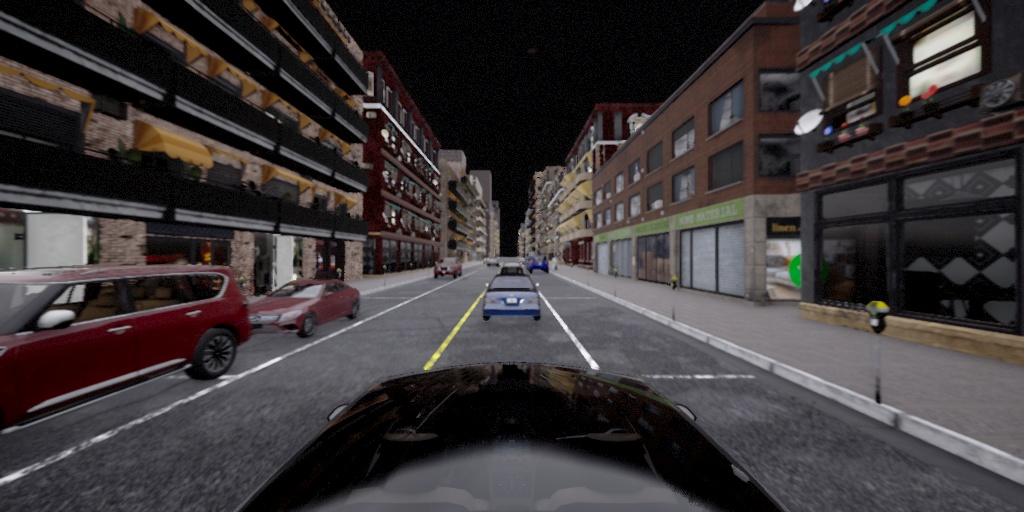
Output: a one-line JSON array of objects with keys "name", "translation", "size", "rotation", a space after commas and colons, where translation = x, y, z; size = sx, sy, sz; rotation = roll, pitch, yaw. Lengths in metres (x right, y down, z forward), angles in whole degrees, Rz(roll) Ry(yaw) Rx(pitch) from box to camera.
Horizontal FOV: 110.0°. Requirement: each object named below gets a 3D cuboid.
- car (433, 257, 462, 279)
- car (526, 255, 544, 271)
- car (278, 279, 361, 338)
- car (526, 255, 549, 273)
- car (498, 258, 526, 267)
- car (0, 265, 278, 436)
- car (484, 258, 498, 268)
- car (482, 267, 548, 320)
[{"name": "car", "translation": [-5.733, 1.025, 32.649], "size": [2.192, 1.841, 5.009], "rotation": [0, 0, 0]}, {"name": "car", "translation": [3.043, 0.918, 48.683], "size": [2.150, 2.045, 5.566], "rotation": [0, 0, 0]}, {"name": "car", "translation": [-5.703, 1.321, 10.104], "size": [1.802, 1.307, 4.207], "rotation": [0, 0, 0]}, {"name": "car", "translation": [3.053, 0.928, 41.682], "size": [2.150, 2.045, 5.566], "rotation": [0, 0, 0]}, {"name": "car", "translation": [0.014, 1.191, 30.924], "size": [1.882, 1.535, 5.008], "rotation": [0, 0, 0]}, {"name": "car", "translation": [-5.695, 1.061, 4.468], "size": [2.192, 1.841, 5.009], "rotation": [0, 0, 0]}, {"name": "car", "translation": [-3.138, 1.152, 59.055], "size": [1.882, 1.535, 5.008], "rotation": [0, 0, 0]}, {"name": "car", "translation": [0.006, 1.285, 12.509], "size": [2.033, 1.411, 5.357], "rotation": [0, 0, 0]}]
